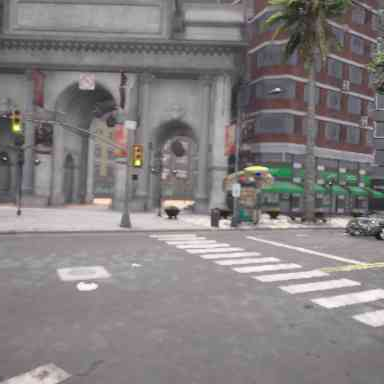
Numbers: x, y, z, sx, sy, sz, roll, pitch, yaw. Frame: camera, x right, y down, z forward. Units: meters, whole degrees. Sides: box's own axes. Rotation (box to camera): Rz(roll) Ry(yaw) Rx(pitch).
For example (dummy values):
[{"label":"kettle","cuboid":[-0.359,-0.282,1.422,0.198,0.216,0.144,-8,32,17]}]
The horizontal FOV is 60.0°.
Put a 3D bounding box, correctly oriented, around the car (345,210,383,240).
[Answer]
[{"label":"car","cuboid":[11.511,1.862,20.145,4.553,1.767,2.097,3,0,-27]}]
